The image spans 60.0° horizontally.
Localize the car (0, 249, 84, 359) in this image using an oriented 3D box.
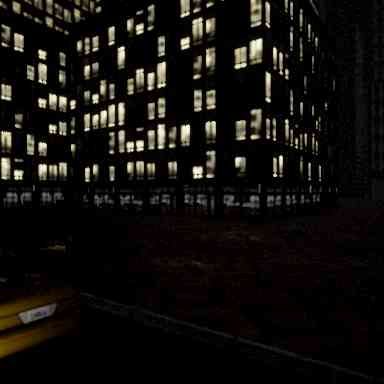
[{"bbox_3d":[-3.827,1.504,5.576,4.829,1.417,1.752,0,0,35],"label":"car"}]
